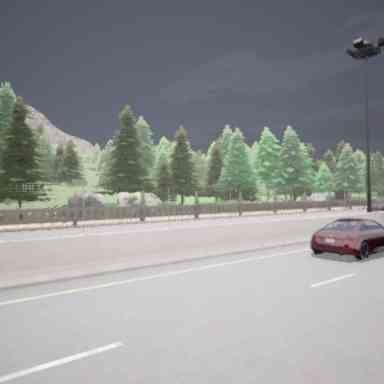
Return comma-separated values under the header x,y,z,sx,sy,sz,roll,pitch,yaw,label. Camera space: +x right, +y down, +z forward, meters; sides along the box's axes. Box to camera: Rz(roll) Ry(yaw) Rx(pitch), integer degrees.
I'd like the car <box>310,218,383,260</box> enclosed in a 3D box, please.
x,y,z,sx,sy,sz,roll,pitch,yaw,label
6.545,1.715,13.136,4.181,1.385,1.994,0,-1,-37,car
